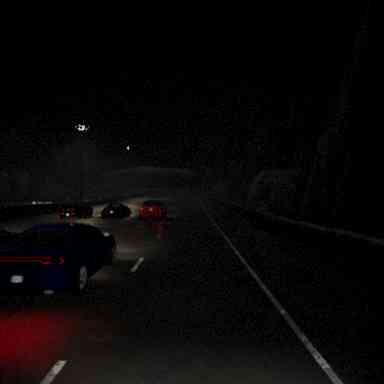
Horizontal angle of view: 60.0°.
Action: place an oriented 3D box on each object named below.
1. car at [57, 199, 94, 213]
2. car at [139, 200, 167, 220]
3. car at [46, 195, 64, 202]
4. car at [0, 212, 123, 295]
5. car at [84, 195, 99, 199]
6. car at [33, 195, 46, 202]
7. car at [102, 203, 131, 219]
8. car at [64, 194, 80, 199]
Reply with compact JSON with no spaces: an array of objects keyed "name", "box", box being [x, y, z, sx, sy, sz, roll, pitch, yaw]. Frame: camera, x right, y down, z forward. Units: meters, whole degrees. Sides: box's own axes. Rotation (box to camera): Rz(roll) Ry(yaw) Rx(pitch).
[{"name":"car","box":[-10.411,1.640,30.262,1.837,1.490,4.892,0,0,0]},{"name":"car","box":[-3.411,1.487,29.851,2.097,1.767,4.553,0,0,0]},{"name":"car","box":[-28.018,1.321,69.799,2.128,1.511,4.902,0,1,0]},{"name":"car","box":[-3.413,1.552,8.970,1.882,1.535,5.008,0,0,0]},{"name":"car","box":[-21.018,1.392,69.772,1.895,1.301,4.718,0,1,0]},{"name":"car","box":[-31.518,1.321,69.798,2.128,1.511,4.902,0,1,0]},{"name":"car","box":[-6.911,1.699,30.596,1.994,1.385,4.181,0,0,0]},{"name":"car","box":[-24.518,1.297,69.800,1.837,1.490,4.892,0,1,0]}]
